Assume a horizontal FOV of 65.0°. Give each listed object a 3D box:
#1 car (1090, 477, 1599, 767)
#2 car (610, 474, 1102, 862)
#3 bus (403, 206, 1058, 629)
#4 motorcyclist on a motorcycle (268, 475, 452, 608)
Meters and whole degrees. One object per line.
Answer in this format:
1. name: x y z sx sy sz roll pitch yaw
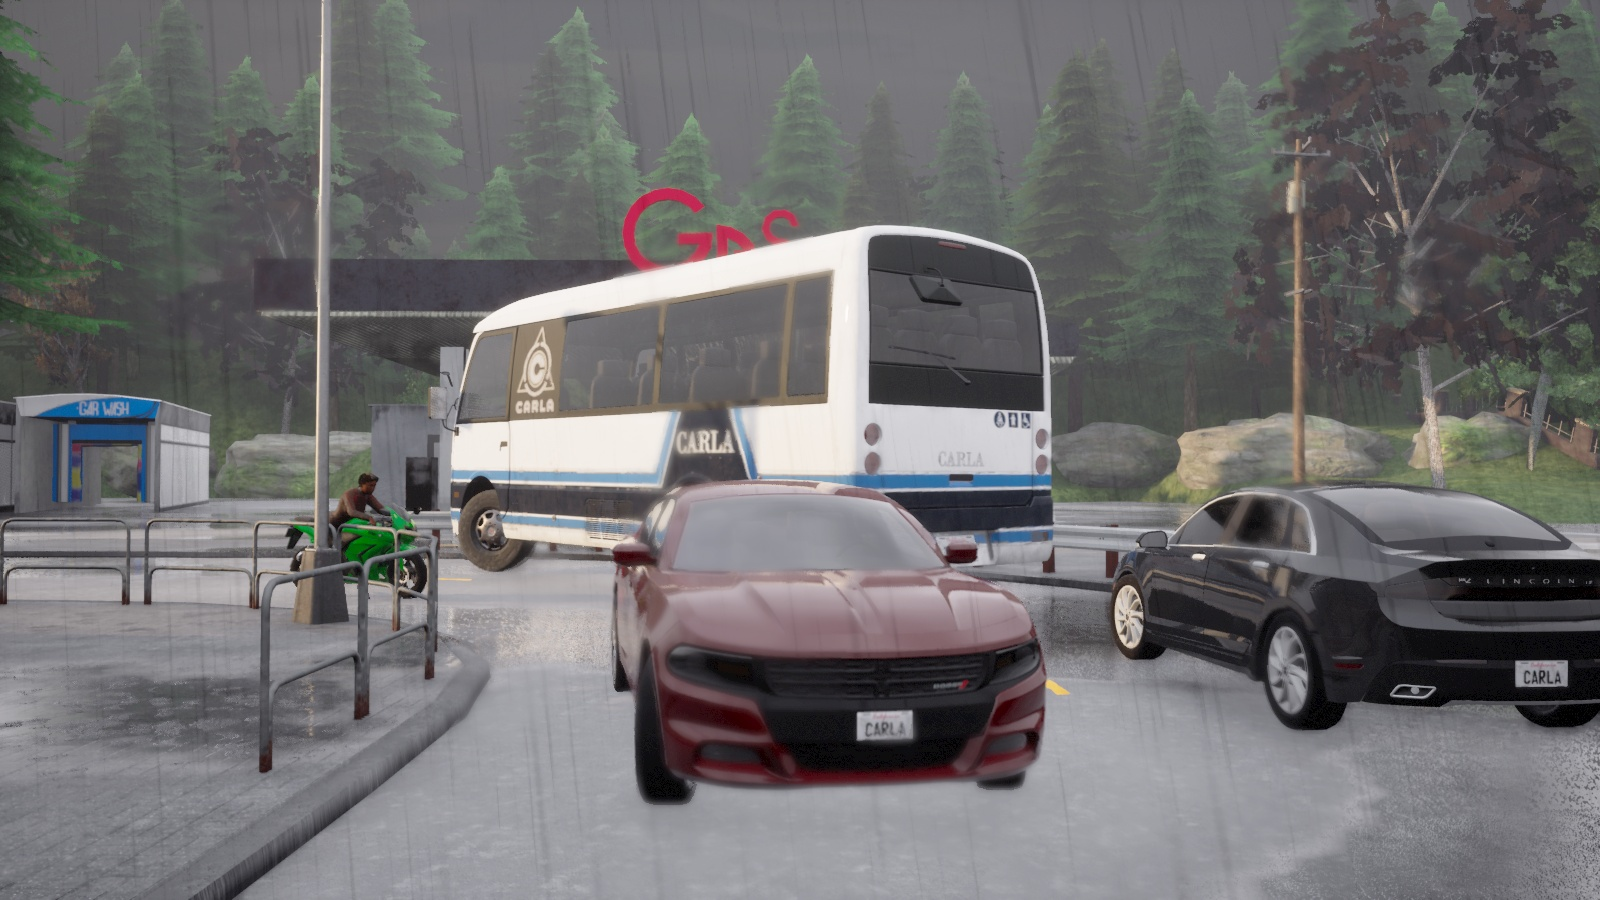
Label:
1. car: 3.770 0.958 9.116 1.837 1.490 4.892 0 -1 -5
2. car: -0.109 0.921 7.636 1.882 1.535 5.008 0 -1 -11
3. bus: -1.696 -0.259 17.836 3.944 4.253 10.273 0 -1 -40
4. motorcyclist on a motorcycle: -5.333 1.075 15.238 2.044 1.523 0.797 0 -1 19
